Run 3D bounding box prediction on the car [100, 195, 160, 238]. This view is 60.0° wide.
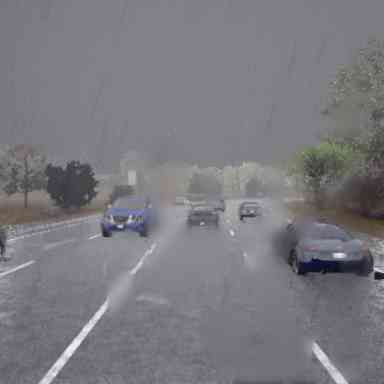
[{"bbox_3d":[-3.122,1.218,17.929,2.150,2.045,5.566,0,0,3],"label":"car"}]

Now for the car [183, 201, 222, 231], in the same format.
[{"bbox_3d":[0.746,1.504,20.402,1.837,1.490,4.892,0,0,4],"label":"car"}]

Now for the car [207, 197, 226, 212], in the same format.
[{"bbox_3d":[2.847,1.565,38.377,1.994,1.385,4.181,0,0,9],"label":"car"}]

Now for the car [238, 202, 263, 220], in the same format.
[{"bbox_3d":[4.892,1.552,28.010,2.033,1.411,5.357,0,0,6],"label":"car"}]

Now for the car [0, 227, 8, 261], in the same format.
[{"bbox_3d":[-6.953,1.500,8.870,1.837,1.490,4.892,0,0,1],"label":"car"}]

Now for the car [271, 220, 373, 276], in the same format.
[{"bbox_3d":[3.781,1.566,10.383,1.994,1.385,4.181,0,0,2],"label":"car"}]

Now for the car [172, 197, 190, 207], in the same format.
[{"bbox_3d":[-1.639,1.494,51.663,1.837,1.490,4.892,0,0,14],"label":"car"}]

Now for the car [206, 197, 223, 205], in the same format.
[{"bbox_3d":[4.051,1.599,58.877,1.895,1.301,4.718,0,0,18],"label":"car"}]
